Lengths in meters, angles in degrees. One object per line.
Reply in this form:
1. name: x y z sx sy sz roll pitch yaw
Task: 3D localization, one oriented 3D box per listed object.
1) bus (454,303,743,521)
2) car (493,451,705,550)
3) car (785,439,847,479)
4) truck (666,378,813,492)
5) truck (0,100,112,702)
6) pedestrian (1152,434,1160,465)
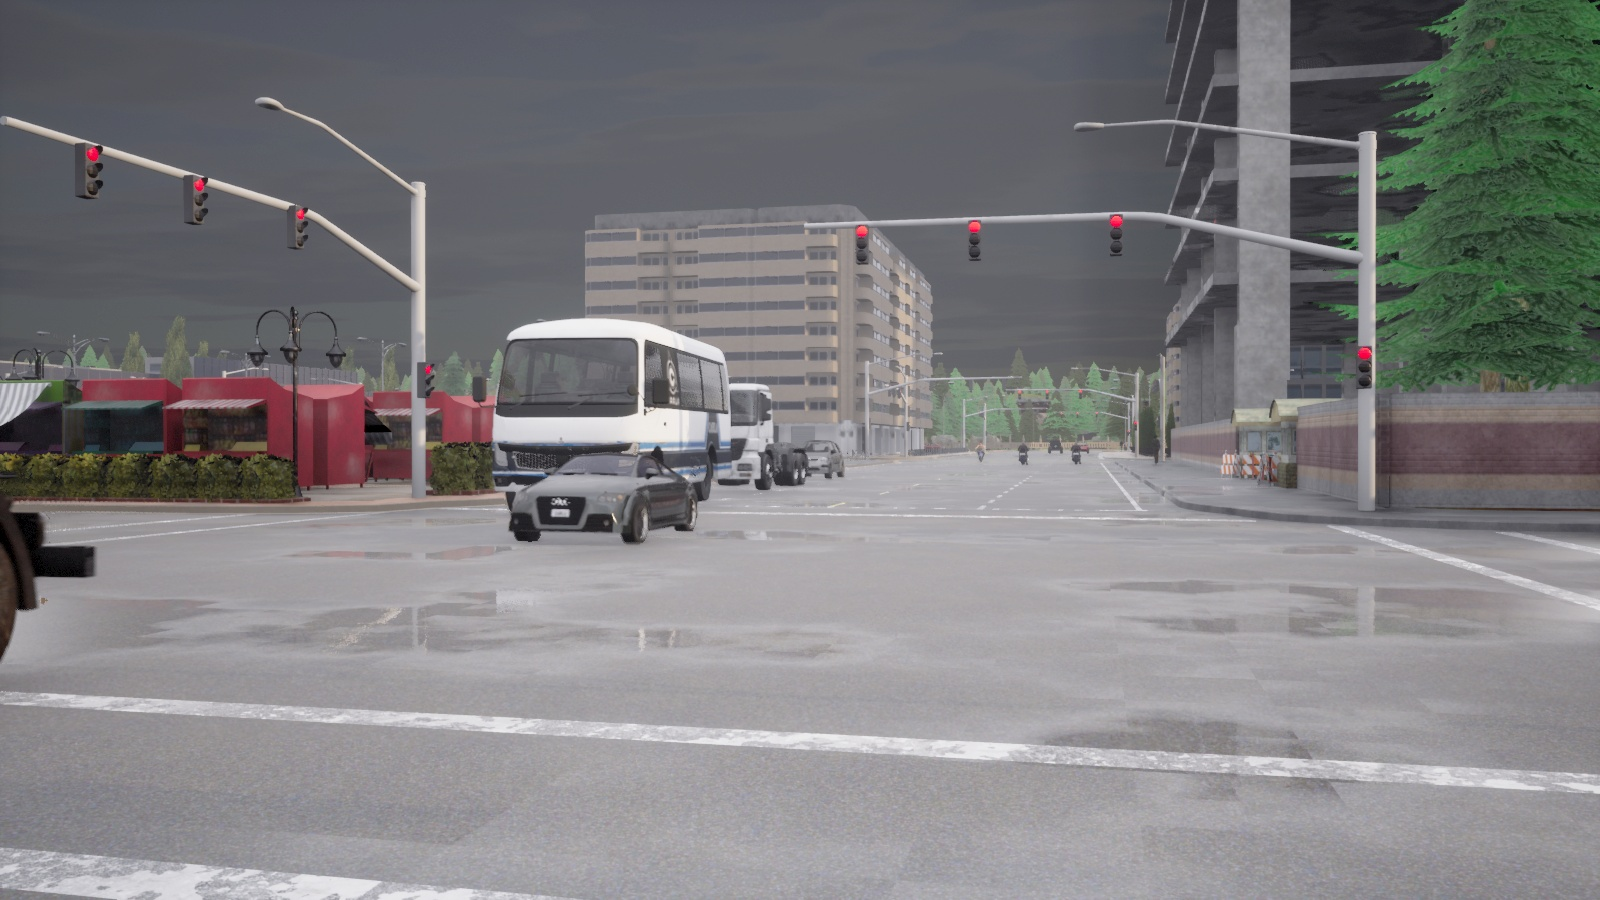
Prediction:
1. bus: -4.220 -0.785 29.808 3.944 4.253 10.273 0 1 8
2. car: -3.122 0.736 20.438 1.994 1.385 4.181 0 0 13
3. car: 0.730 0.344 53.292 1.851 1.617 3.988 0 0 13
4. truck: -1.811 -0.474 42.067 2.891 3.462 7.936 0 0 13
5. truck: -6.572 -0.266 4.452 2.891 3.462 7.936 0 0 10
6. pedestrian: 22.739 -0.029 80.203 0.395 1.930 0.692 0 0 13
